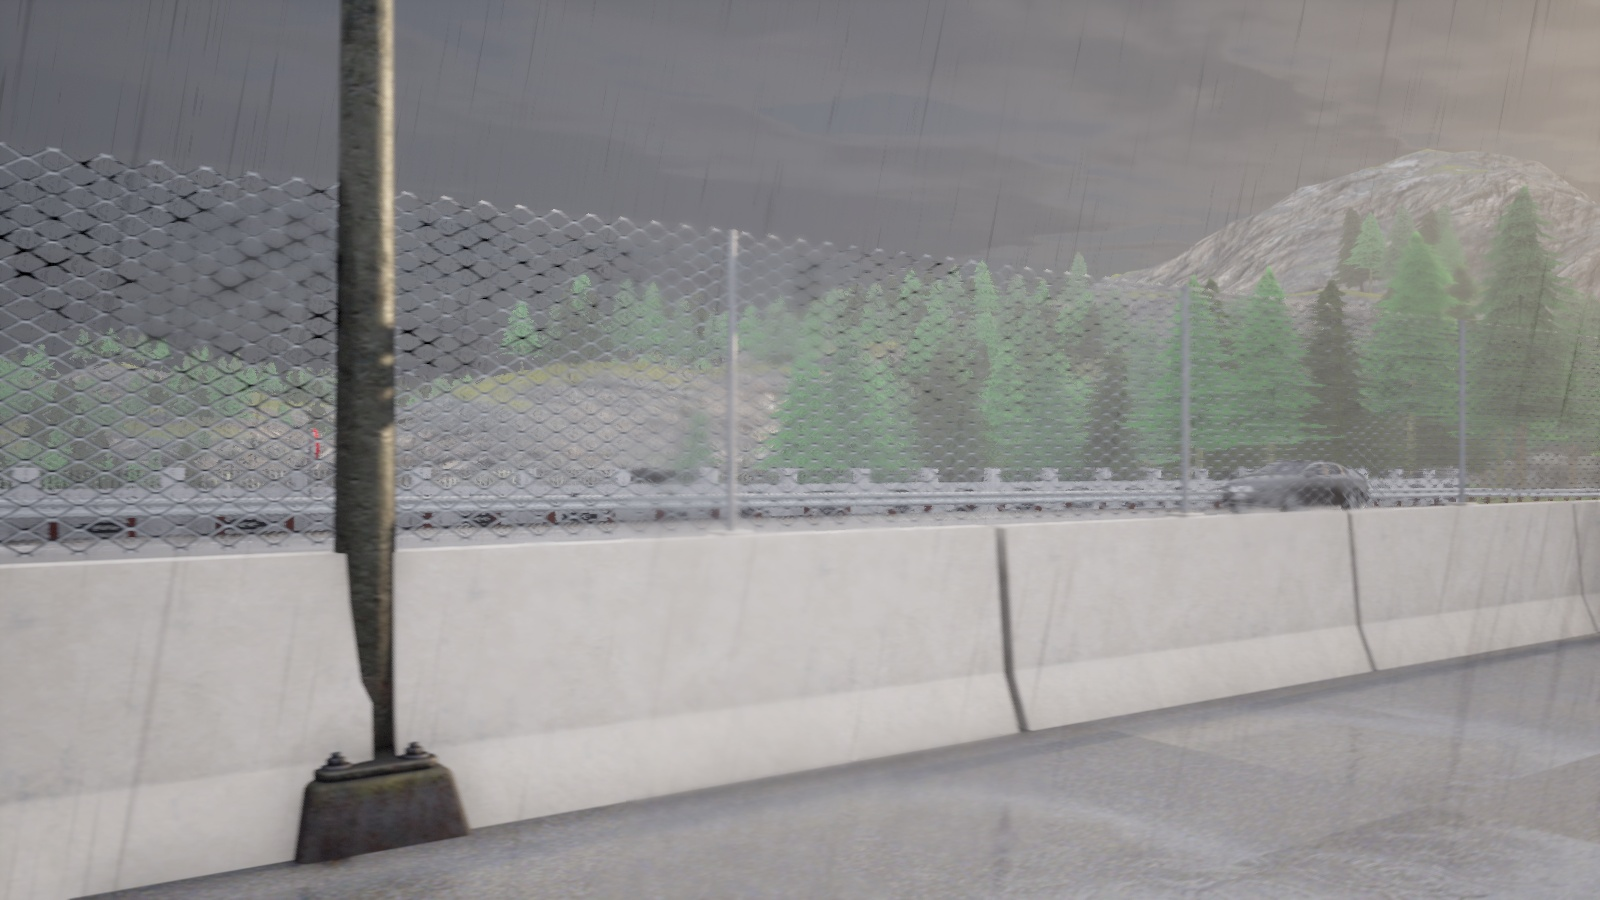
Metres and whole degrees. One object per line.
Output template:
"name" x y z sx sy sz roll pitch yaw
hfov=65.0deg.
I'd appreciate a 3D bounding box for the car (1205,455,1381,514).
"car" 13.551 0.919 34.412 4.902 1.511 2.128 1 -1 -35
